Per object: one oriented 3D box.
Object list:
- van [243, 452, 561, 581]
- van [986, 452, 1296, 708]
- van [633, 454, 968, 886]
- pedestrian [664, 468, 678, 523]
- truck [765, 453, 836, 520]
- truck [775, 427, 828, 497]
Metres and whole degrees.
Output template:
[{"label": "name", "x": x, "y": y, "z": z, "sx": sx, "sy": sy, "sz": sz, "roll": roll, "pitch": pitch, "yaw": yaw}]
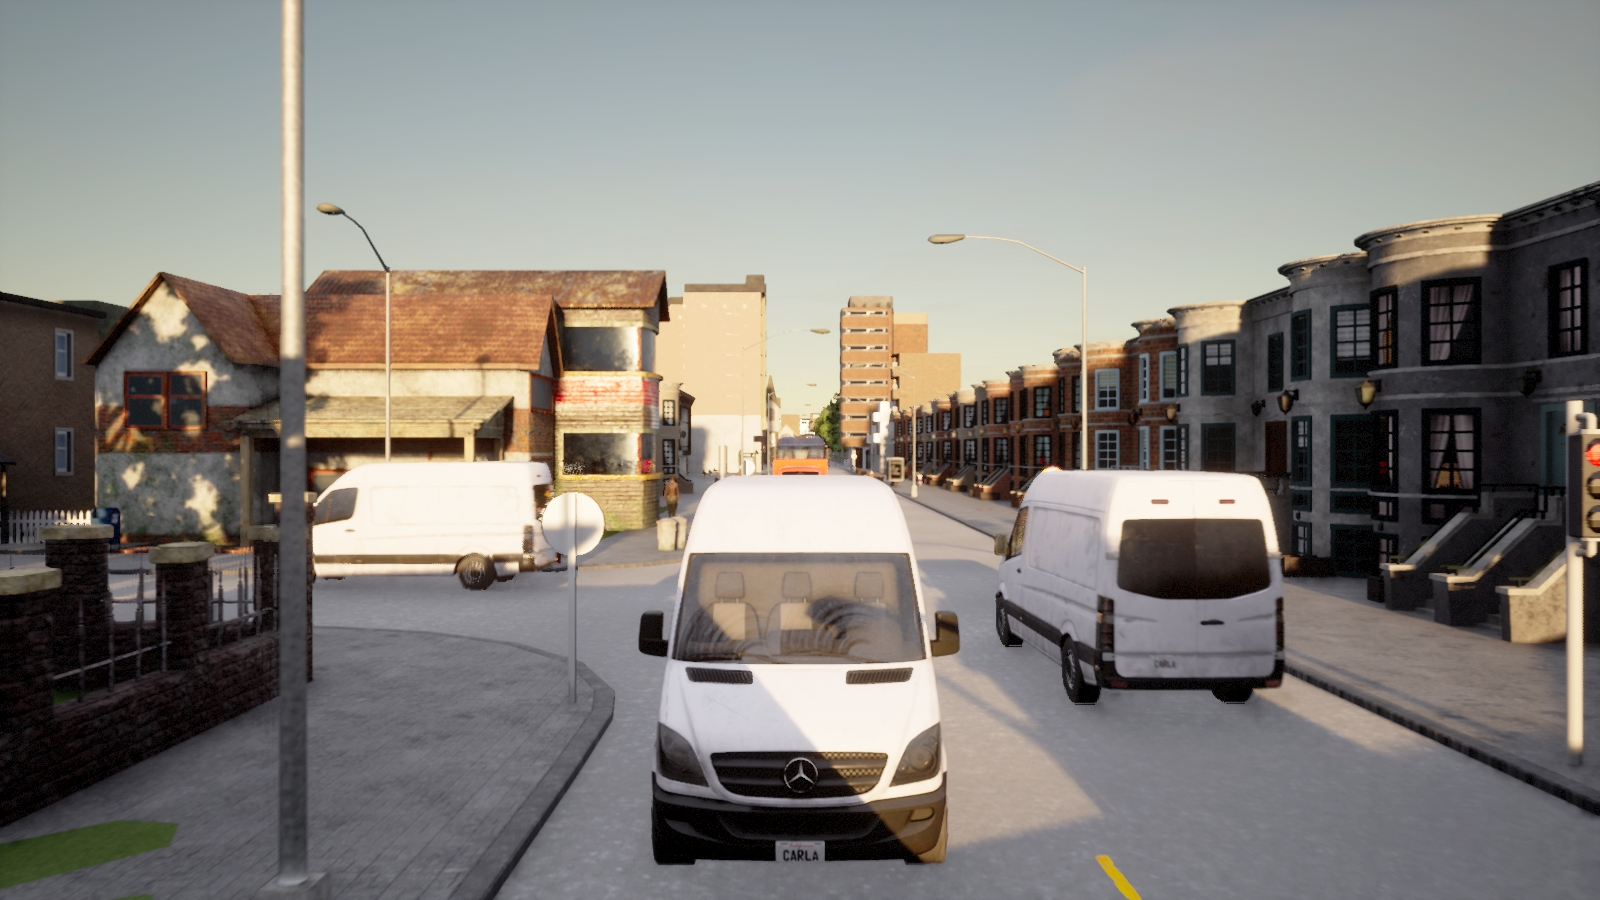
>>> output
[{"label": "van", "x": -8.145, "y": 1.314, "z": 23.725, "sx": 5.915, "sy": 2.561, "sz": 1.988, "roll": 0, "pitch": 0, "yaw": 2}, {"label": "van", "x": 3.920, "y": 1.314, "z": 14.447, "sx": 1.988, "sy": 2.561, "sz": 5.915, "roll": 0, "pitch": 0, "yaw": -2}, {"label": "van", "x": 0.001, "y": 1.315, "z": 9.744, "sx": 1.988, "sy": 2.561, "sz": 5.915, "roll": 0, "pitch": 0, "yaw": 0}, {"label": "pedestrian", "x": -4.352, "y": 1.526, "z": 38.643, "sx": 0.375, "sy": 1.860, "sz": 0.375, "roll": 0, "pitch": 0, "yaw": 9}, {"label": "truck", "x": 0.012, "y": 1.348, "z": 44.592, "sx": 2.627, "sy": 2.467, "sz": 5.204, "roll": 0, "pitch": 0, "yaw": 0}, {"label": "truck", "x": 0.034, "y": 0.668, "z": 66.571, "sx": 2.891, "sy": 3.827, "sz": 8.468, "roll": 0, "pitch": 0, "yaw": 0}]
